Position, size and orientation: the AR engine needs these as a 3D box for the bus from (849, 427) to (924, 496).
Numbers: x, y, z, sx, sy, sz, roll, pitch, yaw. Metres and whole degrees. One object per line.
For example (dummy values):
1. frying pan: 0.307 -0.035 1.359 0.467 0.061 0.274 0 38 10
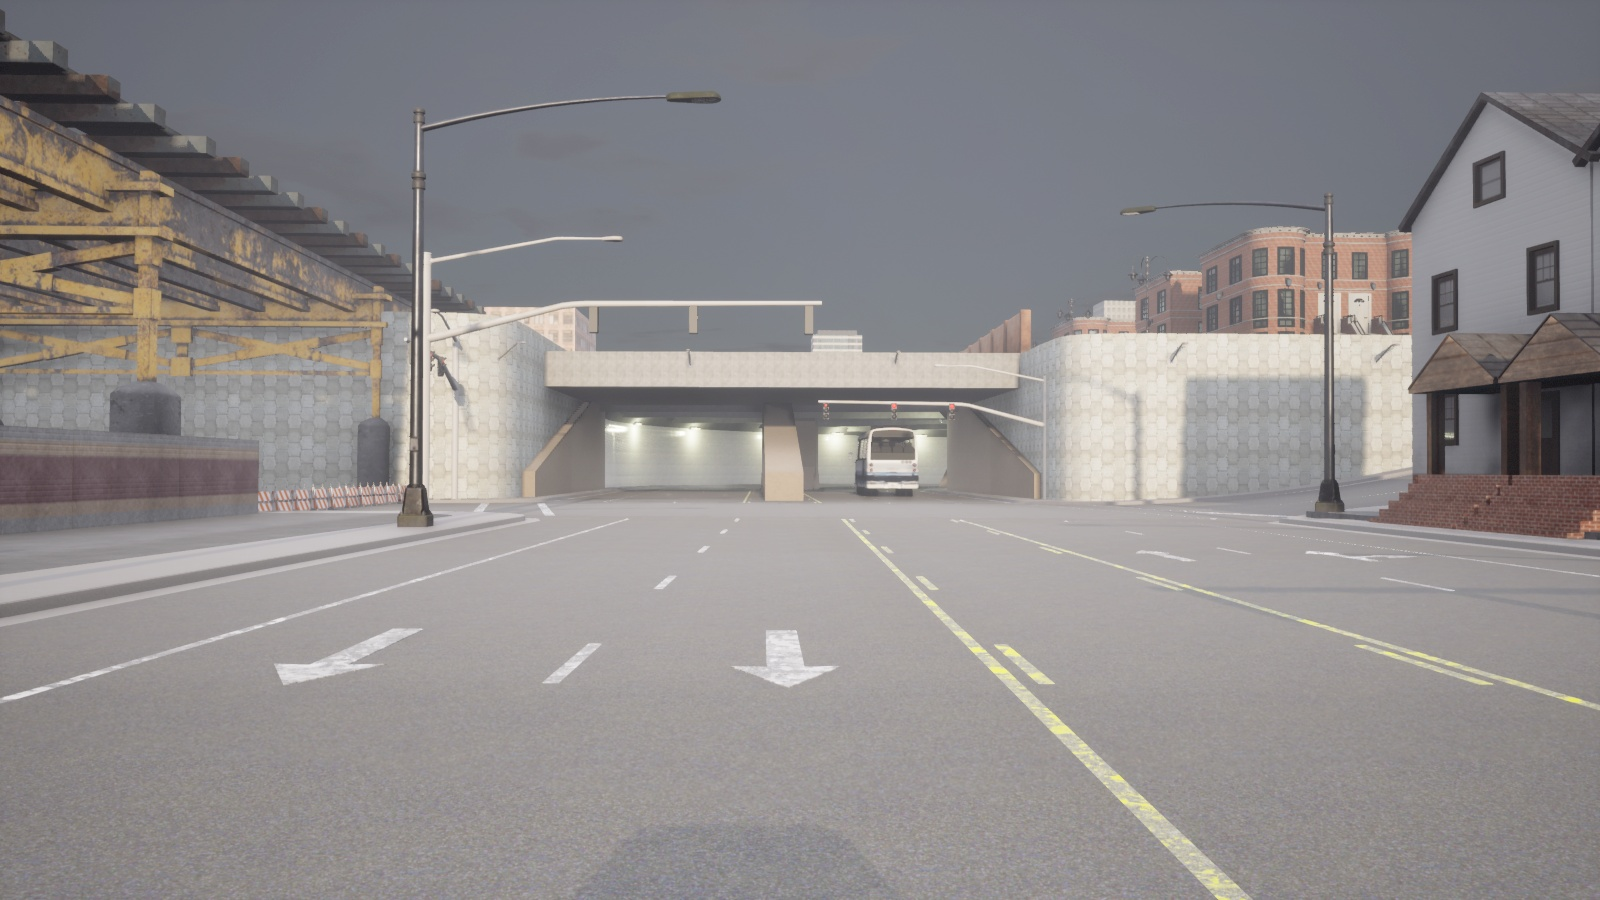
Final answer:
1. bus: 5.517 0.795 82.327 3.944 4.253 10.273 0 -1 -2
